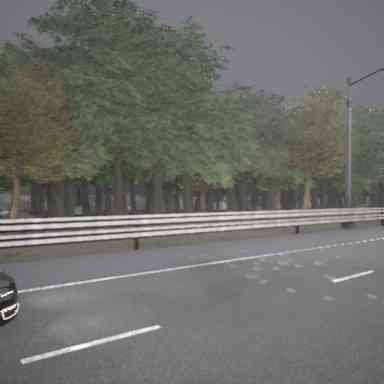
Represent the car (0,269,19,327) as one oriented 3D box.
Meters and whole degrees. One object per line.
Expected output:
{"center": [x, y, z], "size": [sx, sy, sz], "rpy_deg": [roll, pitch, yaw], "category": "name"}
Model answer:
{"center": [-5.054, 1.490, 4.439], "size": [4.892, 1.490, 1.837], "rpy_deg": [1, 0, -36], "category": "car"}
